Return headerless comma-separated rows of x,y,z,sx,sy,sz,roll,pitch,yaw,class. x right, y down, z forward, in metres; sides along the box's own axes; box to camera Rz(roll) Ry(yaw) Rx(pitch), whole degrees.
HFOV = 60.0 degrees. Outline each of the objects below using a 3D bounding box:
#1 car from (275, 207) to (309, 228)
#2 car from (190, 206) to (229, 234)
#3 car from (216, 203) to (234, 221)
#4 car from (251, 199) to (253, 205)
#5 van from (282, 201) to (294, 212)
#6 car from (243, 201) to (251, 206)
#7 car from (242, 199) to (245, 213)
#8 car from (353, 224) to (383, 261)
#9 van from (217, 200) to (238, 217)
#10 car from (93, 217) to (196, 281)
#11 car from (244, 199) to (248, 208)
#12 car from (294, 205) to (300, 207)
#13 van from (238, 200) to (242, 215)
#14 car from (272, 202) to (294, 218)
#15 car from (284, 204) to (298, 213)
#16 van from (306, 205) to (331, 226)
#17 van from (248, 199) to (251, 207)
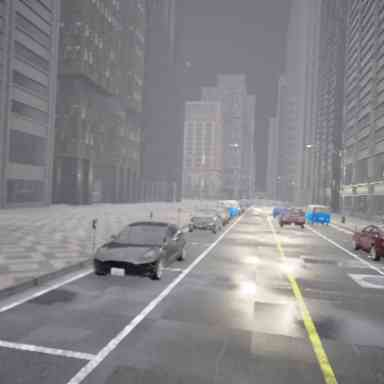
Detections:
8.245,2.219,27.832,1.895,1.301,4.718,2,-1,12,car
0.930,1.788,21.239,2.008,1.369,4.403,2,-1,12,car
2.034,1.860,26.597,1.752,1.417,4.829,2,-1,12,car
12.298,2.784,76.481,1.887,1.381,4.507,2,-1,12,car
18.375,2.731,63.715,1.690,1.788,3.998,2,-1,12,van
14.571,3.005,87.529,1.947,1.339,4.313,2,-1,12,car
5.481,2.079,43.336,1.967,1.590,4.097,2,-1,12,car
8.137,2.031,13.996,1.887,1.381,4.507,2,-1,12,car
3.212,1.779,32.289,1.690,1.788,3.998,2,-1,12,van
-1.344,1.602,10.190,1.947,1.339,4.313,2,-1,12,car
6.623,2.055,48.862,2.192,1.841,5.009,2,-1,12,car
14.955,2.671,47.140,1.802,1.307,4.206,2,-1,12,car
4.349,1.880,37.813,1.690,1.788,3.998,2,-1,12,van
10.695,2.313,39.893,1.882,1.535,5.008,2,0,12,car
17.229,2.855,58.189,1.947,1.339,4.313,2,-1,12,car
11.555,2.129,30.571,1.690,1.788,3.998,2,-1,12,van
11.169,2.481,70.959,1.690,1.788,3.998,2,-1,12,van
